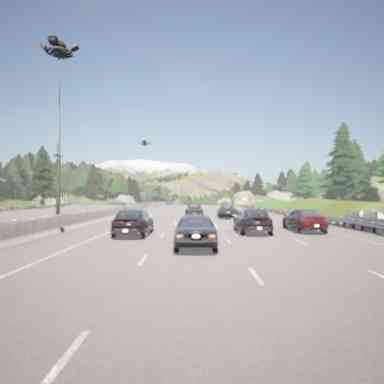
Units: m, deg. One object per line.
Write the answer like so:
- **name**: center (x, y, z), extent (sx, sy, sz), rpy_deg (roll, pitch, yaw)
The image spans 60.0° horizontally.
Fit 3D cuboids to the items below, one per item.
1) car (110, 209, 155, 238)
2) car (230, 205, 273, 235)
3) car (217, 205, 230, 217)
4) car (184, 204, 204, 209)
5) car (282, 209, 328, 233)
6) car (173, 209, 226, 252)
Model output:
- **car**: center (-3.330, 1.731, 19.062), extent (1.837, 1.490, 4.892), rpy_deg (0, -1, 0)
- **car**: center (3.675, 1.764, 20.483), extent (1.837, 1.490, 4.892), rpy_deg (0, -1, 0)
- **car**: center (3.735, 2.062, 35.777), extent (1.994, 1.385, 4.181), rpy_deg (0, -1, 0)
- **car**: center (0.232, 1.982, 35.655), extent (2.128, 1.511, 4.902), rpy_deg (0, -1, 0)
- **car**: center (7.179, 1.802, 21.400), extent (1.812, 1.442, 4.674), rpy_deg (0, -1, 0)
- **car**: center (0.153, 1.714, 14.771), extent (2.033, 1.411, 5.357), rpy_deg (0, -1, 0)
